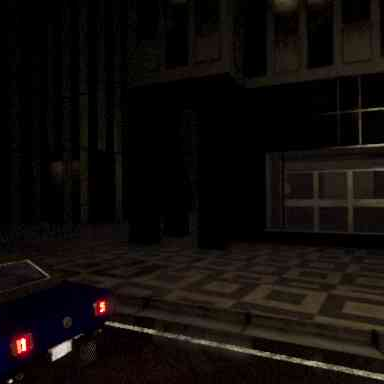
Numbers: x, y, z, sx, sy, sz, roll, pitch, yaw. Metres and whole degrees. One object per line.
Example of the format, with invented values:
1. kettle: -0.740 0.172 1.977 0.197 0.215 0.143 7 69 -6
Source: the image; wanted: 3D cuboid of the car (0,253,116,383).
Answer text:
1. car: -3.568 1.603 4.902 4.718 1.301 1.895 0 0 25
